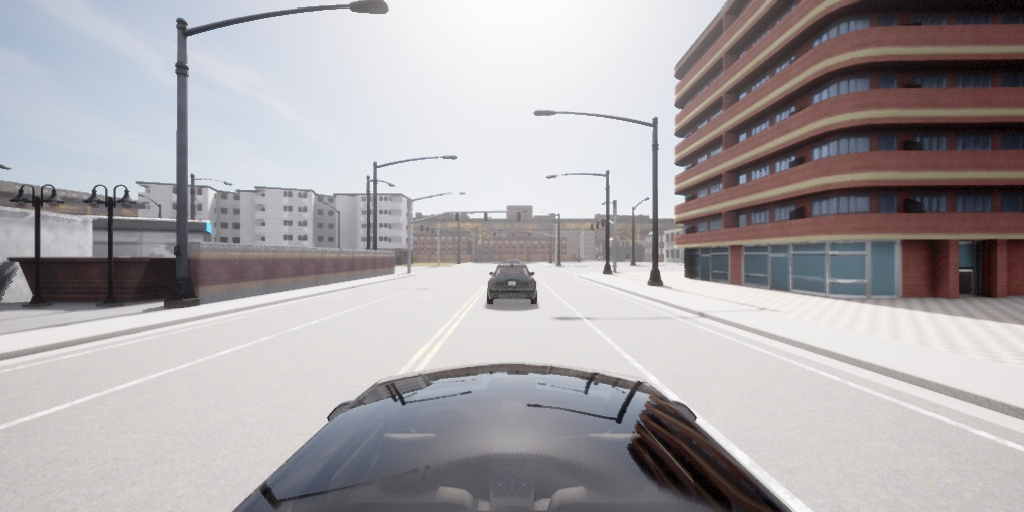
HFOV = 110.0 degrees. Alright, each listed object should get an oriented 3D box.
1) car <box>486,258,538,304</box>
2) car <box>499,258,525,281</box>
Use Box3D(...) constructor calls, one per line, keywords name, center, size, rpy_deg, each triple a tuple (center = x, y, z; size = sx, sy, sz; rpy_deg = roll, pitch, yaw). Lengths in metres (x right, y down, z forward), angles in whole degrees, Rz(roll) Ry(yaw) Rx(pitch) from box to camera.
Box3D(name="car", center=(0.000, 1.115, 16.470), size=(2.097, 1.767, 4.553), rpy_deg=(0, 0, 0))
Box3D(name="car", center=(0.000, 1.115, 31.470), size=(2.097, 1.767, 4.553), rpy_deg=(0, 0, 0))
